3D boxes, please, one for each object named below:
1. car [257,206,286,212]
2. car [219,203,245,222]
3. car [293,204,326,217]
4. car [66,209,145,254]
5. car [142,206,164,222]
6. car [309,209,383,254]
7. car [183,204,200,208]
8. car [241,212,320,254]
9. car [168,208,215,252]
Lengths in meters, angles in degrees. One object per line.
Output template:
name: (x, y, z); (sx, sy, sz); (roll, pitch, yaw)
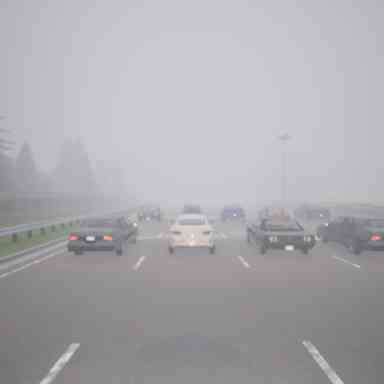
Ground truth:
car: (6.987, 1.875, 29.110); (1.895, 1.301, 4.718); (0, 0, 0)
car: (3.490, 1.755, 29.479); (1.882, 1.535, 5.008); (0, 0, 0)
car: (10.490, 1.755, 29.481); (1.882, 1.535, 5.008); (0, 0, 0)
car: (-3.506, 1.680, 13.990); (2.033, 1.411, 5.357); (0, -1, 0)
car: (-3.513, 1.875, 29.105); (1.895, 1.301, 4.718); (0, 0, 0)
car: (6.994, 1.680, 13.995); (2.033, 1.411, 5.357); (0, -1, 0)
car: (-0.011, 1.783, 29.305); (1.837, 1.490, 4.892); (0, 0, 0)
car: (3.494, 1.734, 14.109); (1.895, 1.301, 4.718); (0, 0, 0)
car: (-0.003, 1.662, 14.384); (1.812, 1.442, 4.674); (0, 0, 0)
